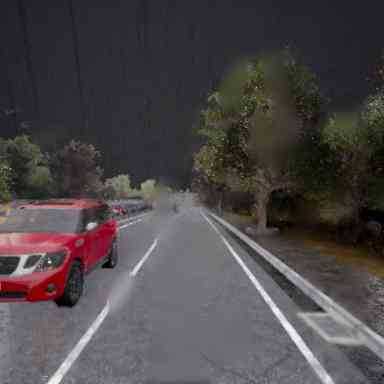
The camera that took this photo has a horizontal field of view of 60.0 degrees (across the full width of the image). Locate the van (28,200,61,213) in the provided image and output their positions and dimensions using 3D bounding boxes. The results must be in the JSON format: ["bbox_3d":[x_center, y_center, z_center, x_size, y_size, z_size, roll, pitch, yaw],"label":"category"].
[{"bbox_3d":[-23.421,2.239,52.961,4.442,1.987,1.878,0,-2,0],"label":"van"}]

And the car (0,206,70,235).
[{"bbox_3d":[-10.201,1.614,19.533,5.366,1.575,1.946,0,-1,0],"label":"car"}]

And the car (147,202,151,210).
[{"bbox_3d":[-10.498,2.373,58.361,5.566,2.045,2.435,0,-2,0],"label":"car"}]

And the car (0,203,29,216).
[{"bbox_3d":[-23.509,2.168,41.879,5.008,1.535,2.097,0,-2,0],"label":"car"}]

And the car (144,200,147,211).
[{"bbox_3d":[-10.493,2.565,55.601,4.792,1.488,2.163,0,-2,0],"label":"car"}]

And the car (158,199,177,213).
[{"bbox_3d":[-3.456,2.146,50.149,2.150,2.045,5.566,0,-1,0],"label":"car"}]

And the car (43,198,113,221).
[{"bbox_3d":[-10.381,1.614,30.626,5.566,2.045,2.435,0,-2,0],"label":"car"}]

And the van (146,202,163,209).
[{"bbox_3d":[-10.663,3.947,94.417,4.442,1.987,1.878,0,-2,0],"label":"van"}]

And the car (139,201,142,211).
[{"bbox_3d":[-10.454,2.426,50.044,4.674,1.452,2.002,0,-2,0],"label":"car"}]

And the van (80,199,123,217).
[{"bbox_3d":[-10.544,1.863,38.950,4.442,1.987,1.878,0,-2,0],"label":"van"}]

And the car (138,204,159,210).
[{"bbox_3d":[-10.523,3.578,80.540,4.892,1.521,2.231,0,-2,0],"label":"car"}]

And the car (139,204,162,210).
[{"bbox_3d":[-10.337,3.693,83.314,5.366,1.575,1.946,0,-2,0],"label":"car"}]

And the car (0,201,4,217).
[{"bbox_3d":[-23.470,1.894,36.343,4.553,1.767,2.185,0,-2,0],"label":"car"}]

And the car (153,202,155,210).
[{"bbox_3d":[-10.482,2.981,66.672,5.008,1.535,2.097,0,-2,0],"label":"car"}]

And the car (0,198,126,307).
[{"bbox_3d":[-3.372,1.253,8.361,2.150,2.045,5.566,0,0,0],"label":"car"}]

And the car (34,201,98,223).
[{"bbox_3d":[-10.435,1.668,27.852,4.553,1.767,2.185,0,-2,0],"label":"car"}]

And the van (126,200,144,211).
[{"bbox_3d":[-10.341,2.235,52.827,4.442,1.987,1.878,0,-2,0],"label":"van"}]

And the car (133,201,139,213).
[{"bbox_3d":[-10.416,2.341,47.268,4.792,1.488,2.163,0,-2,0],"label":"car"}]

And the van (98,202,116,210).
[{"bbox_3d":[-23.504,3.831,91.695,4.442,1.987,1.878,0,-2,0],"label":"van"}]

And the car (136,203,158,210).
[{"bbox_3d":[-10.505,3.459,77.766,4.892,1.521,2.231,0,-2,0],"label":"car"}]

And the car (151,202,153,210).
[{"bbox_3d":[-10.484,2.902,63.896,4.674,1.452,2.002,0,-2,0],"label":"car"}]

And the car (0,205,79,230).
[{"bbox_3d":[-10.397,1.668,22.301,4.892,1.521,2.231,0,-1,0],"label":"car"}]

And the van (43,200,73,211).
[{"bbox_3d":[-23.433,2.399,58.350,4.442,1.987,1.878,0,-2,0],"label":"van"}]

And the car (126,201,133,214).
[{"bbox_3d":[-10.439,2.163,41.720,5.008,1.535,2.097,0,-2,0],"label":"car"}]

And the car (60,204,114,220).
[{"bbox_3d":[-10.445,1.969,33.394,4.792,1.488,2.163,0,-2,0],"label":"car"}]

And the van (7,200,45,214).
[{"bbox_3d":[-23.643,2.091,47.423,4.442,1.987,1.878,0,-2,0],"label":"van"}]

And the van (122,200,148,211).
[{"bbox_3d":[-10.359,2.518,61.134,4.442,1.987,1.878,0,-2,0],"label":"van"}]

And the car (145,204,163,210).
[{"bbox_3d":[-10.512,4.083,91.633,4.792,1.488,2.163,0,-2,0],"label":"car"}]

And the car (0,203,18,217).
[{"bbox_3d":[-23.502,2.090,38.984,5.008,1.535,2.097,0,-2,0],"label":"car"}]

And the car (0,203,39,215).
[{"bbox_3d":[-23.514,2.243,44.648,4.892,1.521,2.231,0,-2,0],"label":"car"}]

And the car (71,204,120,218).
[{"bbox_3d":[-10.424,2.054,36.168,4.674,1.452,2.002,0,-2,0],"label":"car"}]

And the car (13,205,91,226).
[{"bbox_3d":[-10.404,1.726,25.073,5.008,1.535,2.097,0,-1,0],"label":"car"}]
